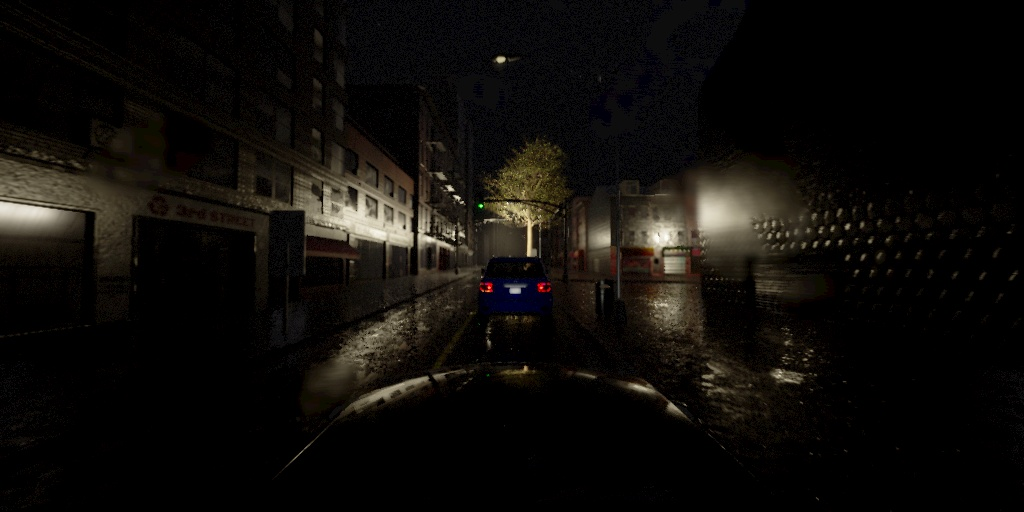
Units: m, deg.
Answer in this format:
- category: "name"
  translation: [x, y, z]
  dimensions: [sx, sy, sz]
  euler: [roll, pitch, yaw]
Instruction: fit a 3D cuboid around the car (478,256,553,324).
- category: "car"
  translation: [0.097, 1.001, 12.192]
  dimensions: [2.150, 2.045, 5.566]
  euler: [0, 0, 0]
